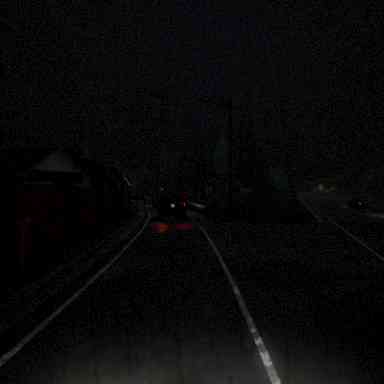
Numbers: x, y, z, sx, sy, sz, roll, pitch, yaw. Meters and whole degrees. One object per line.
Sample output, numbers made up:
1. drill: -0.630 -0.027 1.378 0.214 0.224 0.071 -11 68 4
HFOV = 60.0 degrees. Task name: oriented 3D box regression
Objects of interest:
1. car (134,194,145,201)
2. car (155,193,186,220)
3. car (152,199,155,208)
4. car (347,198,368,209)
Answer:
1. car: -11.747 1.283 74.556 1.837 1.490 4.892 0 0 -19
2. car: -1.741 1.137 27.803 2.150 2.045 5.566 0 0 -6
3. car: -4.539 1.424 46.766 1.994 1.385 4.181 0 0 -11
4. car: 21.450 1.397 43.232 1.994 1.385 4.181 0 0 17
